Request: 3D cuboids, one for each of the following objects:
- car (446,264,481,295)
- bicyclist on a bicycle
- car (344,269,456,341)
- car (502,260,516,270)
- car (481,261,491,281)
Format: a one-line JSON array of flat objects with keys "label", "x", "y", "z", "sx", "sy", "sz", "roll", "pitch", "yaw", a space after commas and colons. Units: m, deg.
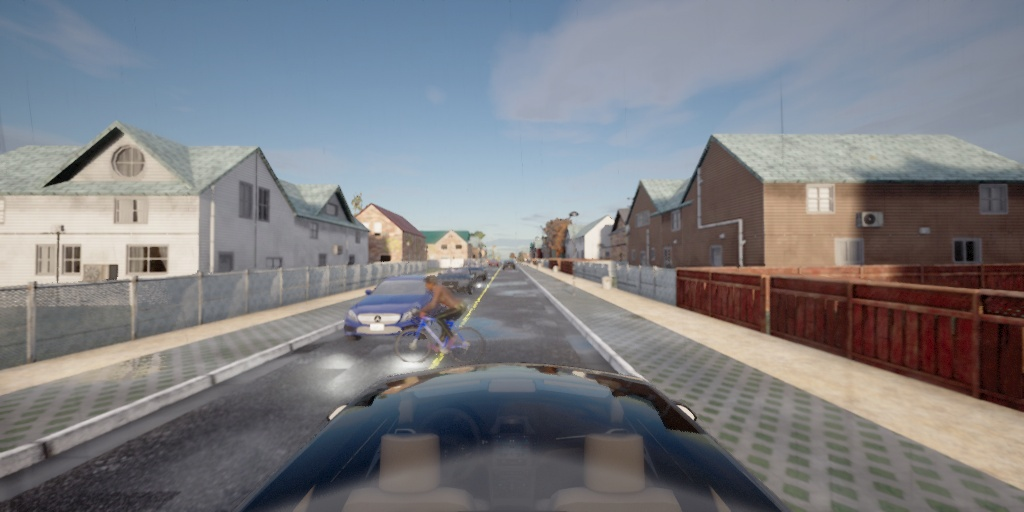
[{"label": "car", "x": -3.008, "y": 1.306, "z": 19.473, "sx": 1.994, "sy": 1.385, "sz": 4.181, "roll": 0, "pitch": 0, "yaw": -1}, {"label": "bicyclist on a bicycle", "x": -1.330, "y": 1.193, "z": 6.588, "sx": 1.656, "sy": 1.620, "sz": 0.582, "roll": 0, "pitch": 0, "yaw": -1}, {"label": "car", "x": -2.919, "y": 1.269, "z": 10.036, "sx": 1.812, "sy": 1.442, "sz": 4.674, "roll": 0, "pitch": 0, "yaw": -1}, {"label": "car", "x": -0.400, "y": 1.303, "z": 52.493, "sx": 1.837, "sy": 1.490, "sz": 4.892, "roll": 0, "pitch": 0, "yaw": -1}, {"label": "car", "x": -3.074, "y": 1.315, "z": 29.523, "sx": 1.994, "sy": 1.385, "sz": 4.181, "roll": 0, "pitch": 0, "yaw": 0}]
